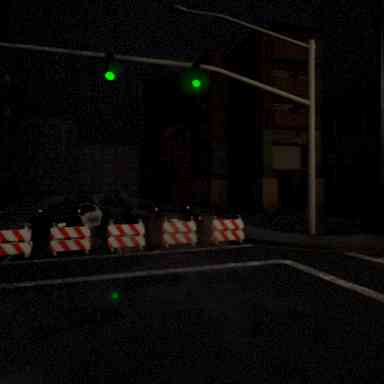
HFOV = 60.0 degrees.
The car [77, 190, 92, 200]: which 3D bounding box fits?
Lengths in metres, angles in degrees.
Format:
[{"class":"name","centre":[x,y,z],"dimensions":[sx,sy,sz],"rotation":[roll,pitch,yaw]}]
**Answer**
[{"class":"car","centre":[-15.618,0.373,48.322],"dimensions":[1.853,1.218,4.536],"rotation":[-1,1,-18]}]

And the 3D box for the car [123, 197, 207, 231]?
[{"class":"car","centre":[-1.457,0.949,15.965],"dimensions":[1.853,1.218,4.536],"rotation":[-2,2,-38]}]

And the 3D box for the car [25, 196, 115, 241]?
[{"class":"car","centre":[-5.484,1.168,14.972],"dimensions":[2.038,1.542,4.974],"rotation":[0,1,7]}]

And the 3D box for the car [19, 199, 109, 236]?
[{"class":"car","centre":[-5.479,1.009,15.020],"dimensions":[1.853,1.218,4.536],"rotation":[0,1,7]}]

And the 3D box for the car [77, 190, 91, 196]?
[{"class":"car","centre":[-15.600,0.532,48.277],"dimensions":[2.038,1.542,4.974],"rotation":[-1,1,-18]}]

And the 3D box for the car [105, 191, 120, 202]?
[{"class":"car","centre":[-9.767,0.631,41.180],"dimensions":[2.038,1.542,4.974],"rotation":[-1,1,-18]}]

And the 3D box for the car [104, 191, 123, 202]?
[{"class":"car","centre":[-9.785,0.473,41.226],"dimensions":[1.853,1.218,4.536],"rotation":[-1,1,-18]}]

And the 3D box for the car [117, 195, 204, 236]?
[{"class":"car","centre":[-1.424,1.107,15.928],"dimensions":[2.038,1.542,4.974],"rotation":[-2,2,-38]}]
